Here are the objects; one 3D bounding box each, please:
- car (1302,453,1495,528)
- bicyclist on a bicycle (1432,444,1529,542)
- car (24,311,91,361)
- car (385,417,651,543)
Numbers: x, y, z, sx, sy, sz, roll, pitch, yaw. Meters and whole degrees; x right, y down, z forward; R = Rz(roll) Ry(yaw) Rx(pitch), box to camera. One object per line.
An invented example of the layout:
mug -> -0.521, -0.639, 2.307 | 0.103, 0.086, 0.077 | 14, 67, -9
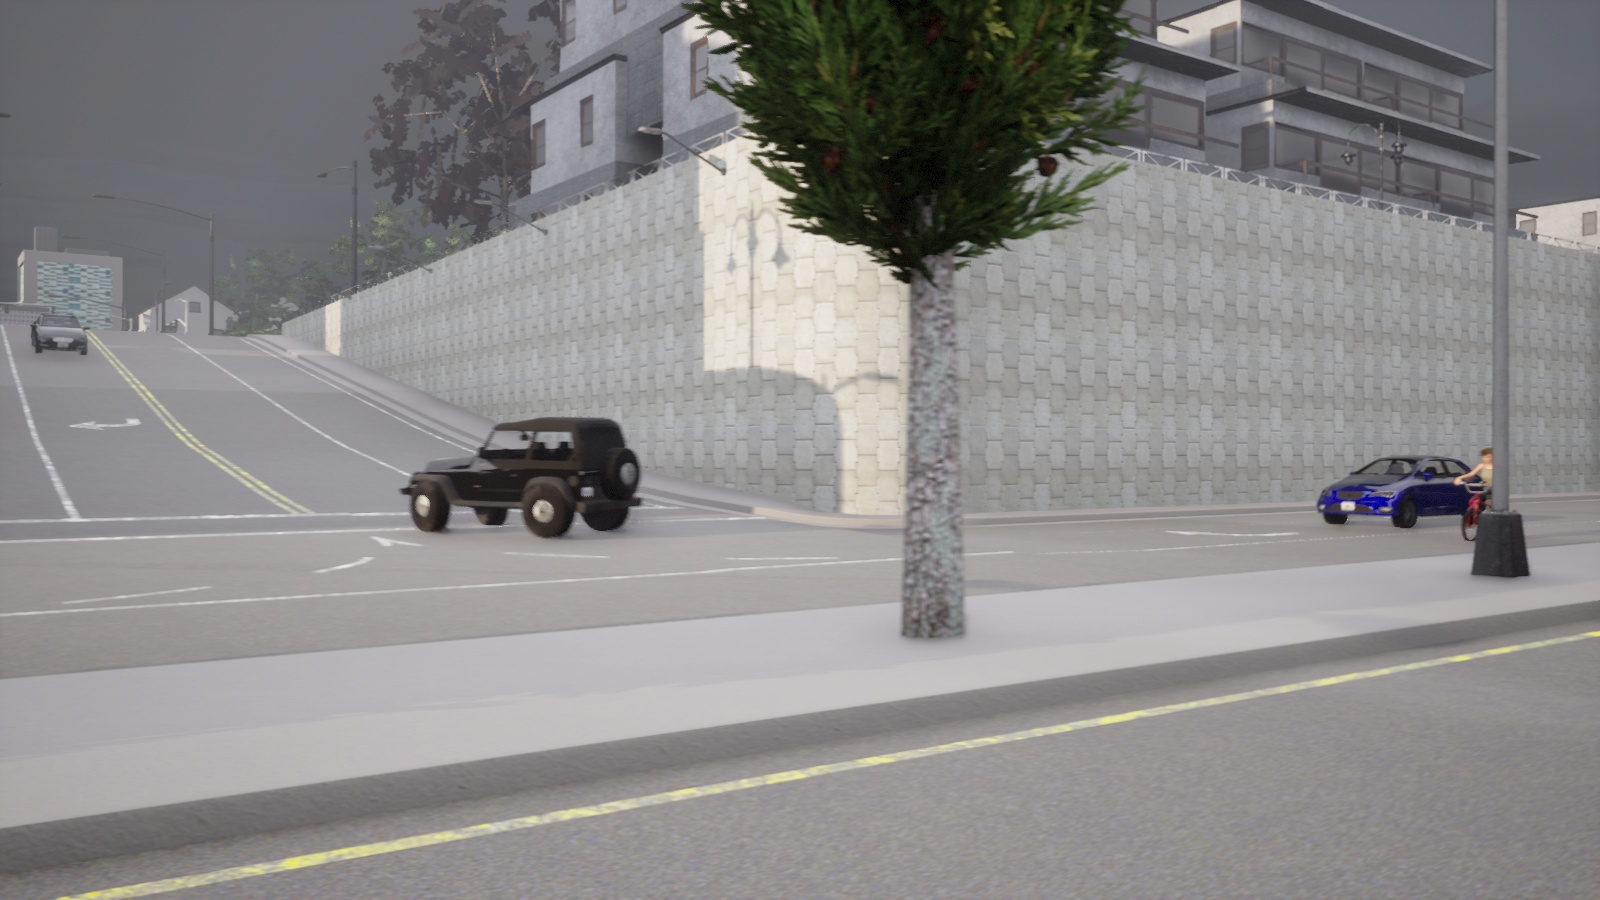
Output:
car -> 12.653, 0.797, 26.477 | 4.193, 1.474, 1.816 | 0, 0, -35
bicyclist on a bicycle -> 11.667, 0.709, 21.520 | 1.509, 1.612, 0.866 | 0, 0, -35
car -> -30.698, -4.730, 51.840 | 2.128, 1.511, 4.902 | 0, 9, -34
car -> -4.590, 0.409, 20.441 | 3.866, 1.878, 1.905 | 1, 1, 25
